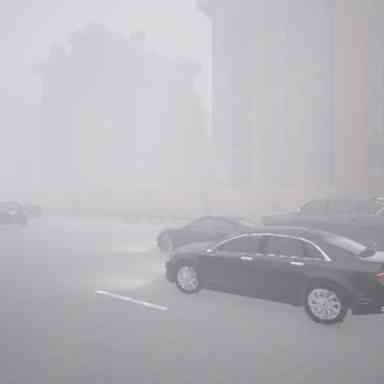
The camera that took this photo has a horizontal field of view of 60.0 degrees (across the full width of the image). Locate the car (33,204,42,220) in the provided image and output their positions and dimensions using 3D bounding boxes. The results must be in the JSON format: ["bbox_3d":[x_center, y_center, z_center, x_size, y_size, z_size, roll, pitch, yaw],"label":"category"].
[{"bbox_3d":[-14.150,1.475,26.967,5.008,1.535,1.882,0,0,35],"label":"car"}]

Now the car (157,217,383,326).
[{"bbox_3d":[1.612,1.503,7.140,4.892,1.490,1.837,0,0,35],"label":"car"}]

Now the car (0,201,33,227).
[{"bbox_3d":[-12.773,1.349,21.686,4.553,1.767,2.097,0,0,35],"label":"car"}]

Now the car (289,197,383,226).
[{"bbox_3d":[5.377,1.222,13.053,5.566,2.045,2.150,0,0,35],"label":"car"}]

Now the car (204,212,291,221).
[{"bbox_3d":[0.853,1.525,11.978,4.674,1.442,1.812,0,0,35],"label":"car"}]
